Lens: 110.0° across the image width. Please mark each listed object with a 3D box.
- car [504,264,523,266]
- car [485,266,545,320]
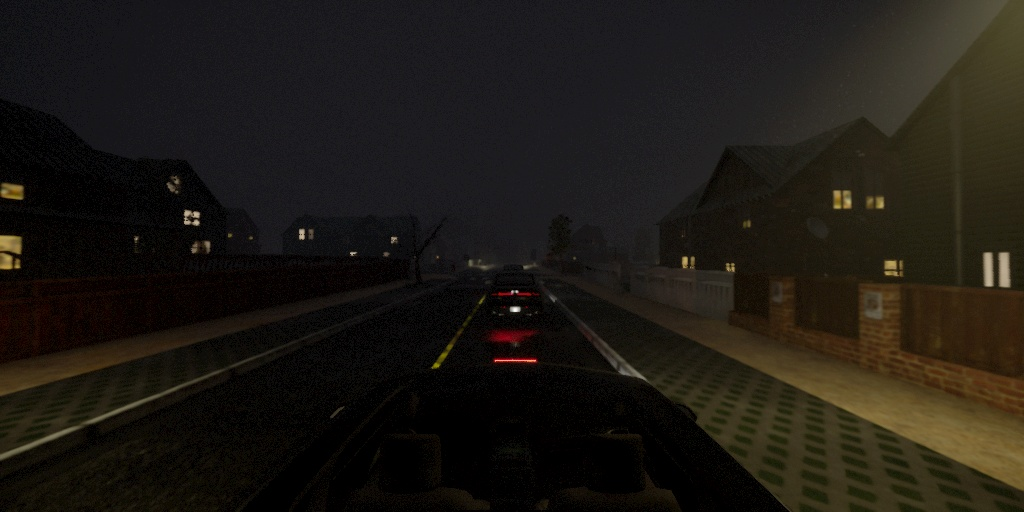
[{"bbox_3d":[0.086,1.312,24.373,1.837,1.490,4.892,0,0,0],"label":"car"},{"bbox_3d":[0.092,1.279,12.672,1.837,1.490,4.892,0,0,0],"label":"car"}]
